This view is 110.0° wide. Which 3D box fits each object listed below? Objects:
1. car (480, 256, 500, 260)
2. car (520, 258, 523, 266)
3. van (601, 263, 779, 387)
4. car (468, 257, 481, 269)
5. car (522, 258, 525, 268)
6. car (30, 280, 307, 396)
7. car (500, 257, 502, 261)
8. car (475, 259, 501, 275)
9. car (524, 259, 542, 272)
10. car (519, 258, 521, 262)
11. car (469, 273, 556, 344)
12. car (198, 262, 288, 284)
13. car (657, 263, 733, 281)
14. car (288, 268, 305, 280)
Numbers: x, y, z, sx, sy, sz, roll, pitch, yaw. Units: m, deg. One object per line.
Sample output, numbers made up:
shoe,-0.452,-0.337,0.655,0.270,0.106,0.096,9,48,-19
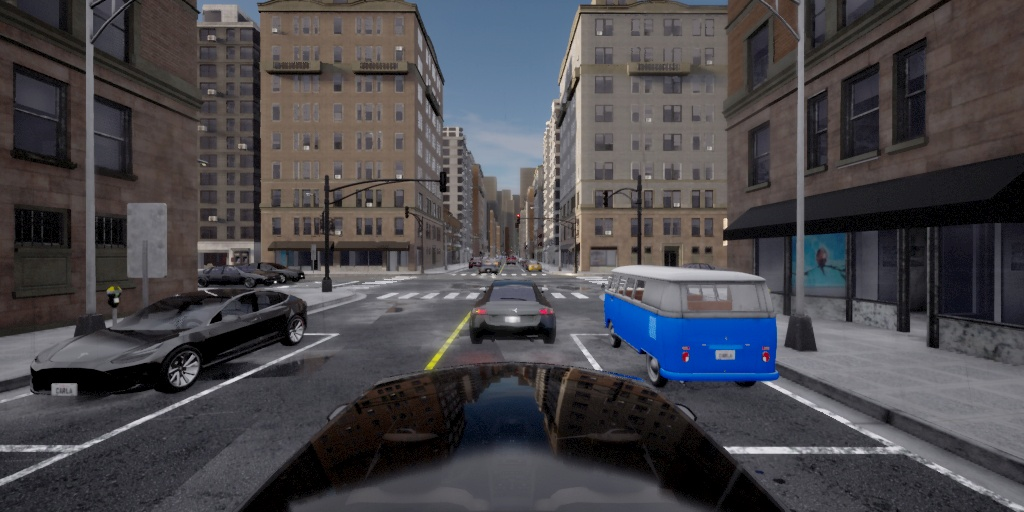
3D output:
car,-3.084,1.218,50.726,1.882,1.535,5.008,0,1,0
car,2.823,1.286,56.911,2.007,1.370,4.403,0,0,0
van,2.882,1.090,6.669,1.690,1.789,3.998,0,0,0
car,-5.702,1.051,56.845,2.192,1.841,5.009,0,0,0
car,2.866,1.179,51.385,1.967,1.591,4.097,0,0,0
car,-5.643,1.316,6.710,1.948,1.339,4.313,0,0,0
car,-3.150,1.332,63.386,1.895,1.301,4.718,0,0,0
car,-2.591,1.303,37.951,1.994,1.385,4.181,0,0,-6
car,2.908,1.267,46.029,1.751,1.417,4.829,0,0,0
car,2.780,1.297,62.437,1.948,1.339,4.313,0,0,0
car,0.042,1.314,9.592,1.994,1.385,4.181,0,0,1
car,-17.901,1.282,23.095,5.357,1.411,2.033,0,0,0
car,15.220,1.289,29.987,5.357,1.411,2.033,0,0,0
car,-17.871,1.230,26.347,4.892,1.490,1.837,0,0,0
